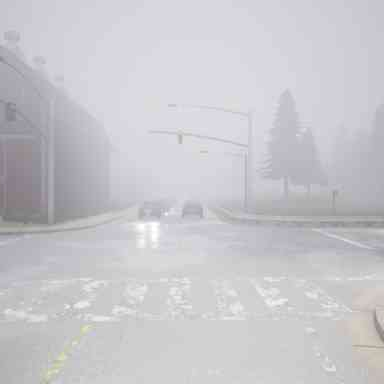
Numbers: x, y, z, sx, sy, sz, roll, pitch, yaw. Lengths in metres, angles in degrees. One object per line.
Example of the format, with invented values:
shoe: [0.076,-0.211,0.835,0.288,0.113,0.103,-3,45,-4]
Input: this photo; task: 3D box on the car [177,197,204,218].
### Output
car: [0.040,1.492,30.369,2.128,1.511,4.902,0,0,0]

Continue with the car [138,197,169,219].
car: [-3.561,1.491,29.555,2.128,1.511,4.902,0,0,0]

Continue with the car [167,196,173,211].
car: [-3.547,1.504,39.026,1.837,1.490,4.892,0,0,0]

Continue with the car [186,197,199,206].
car: [0.074,1.547,55.835,2.033,1.411,5.357,0,0,0]

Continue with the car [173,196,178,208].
car: [-3.528,1.525,49.291,1.812,1.442,4.674,0,0,0]

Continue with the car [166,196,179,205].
car: [-3.473,1.477,59.779,1.882,1.535,5.008,0,0,0]
